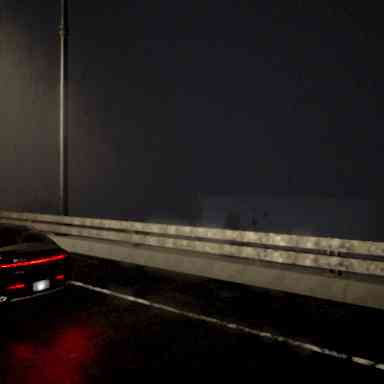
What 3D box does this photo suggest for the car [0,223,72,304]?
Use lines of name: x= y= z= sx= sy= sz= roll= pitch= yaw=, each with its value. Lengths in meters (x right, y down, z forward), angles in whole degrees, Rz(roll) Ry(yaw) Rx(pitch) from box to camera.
car: x=-4.653 y=1.453 z=7.350 sx=4.892 sy=1.490 sz=1.837 roll=-1 pitch=-1 yaw=36
